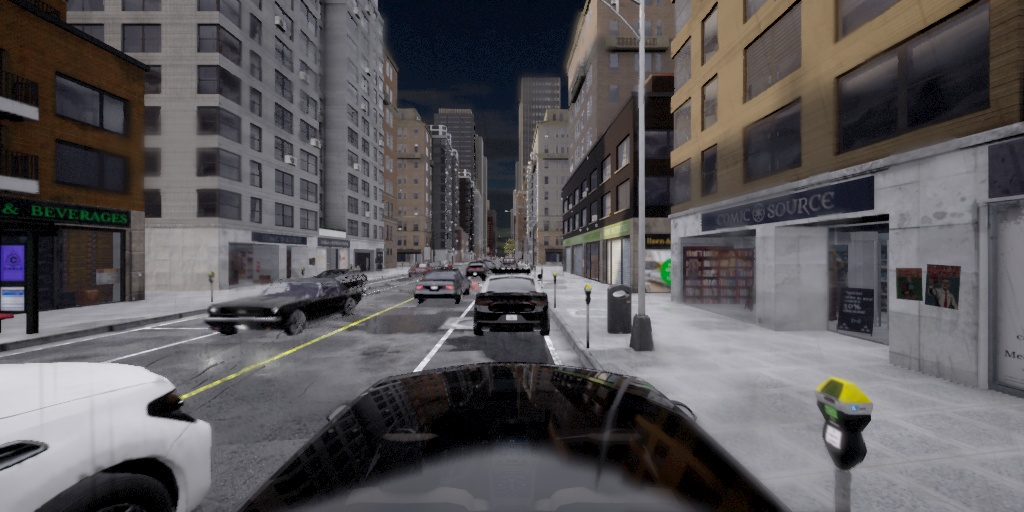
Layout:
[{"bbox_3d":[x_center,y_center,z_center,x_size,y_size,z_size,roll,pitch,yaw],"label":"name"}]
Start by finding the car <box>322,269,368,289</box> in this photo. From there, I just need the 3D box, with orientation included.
[{"bbox_3d":[-8.806,1.316,18.204,1.948,1.339,4.313,0,0,0],"label":"car"}]

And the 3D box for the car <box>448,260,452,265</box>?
[{"bbox_3d":[-8.794,1.192,45.830,1.967,1.591,4.097,0,0,0],"label":"car"}]

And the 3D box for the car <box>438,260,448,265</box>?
[{"bbox_3d":[-8.796,1.317,40.305,1.948,1.339,4.313,0,0,0],"label":"car"}]

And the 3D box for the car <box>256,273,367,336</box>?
[{"bbox_3d":[-6.247,1.351,10.522,1.895,1.301,4.718,0,0,0],"label":"car"}]

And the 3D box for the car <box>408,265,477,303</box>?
[{"bbox_3d":[-3.038,1.298,16.537,2.033,1.411,5.357,0,0,0],"label":"car"}]

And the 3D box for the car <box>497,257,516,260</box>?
[{"bbox_3d":[-0.270,1.066,40.308,2.192,1.841,5.009,0,0,0],"label":"car"}]

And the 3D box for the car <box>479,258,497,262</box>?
[{"bbox_3d":[-3.025,1.316,46.125,1.994,1.385,4.181,0,0,0],"label":"car"}]

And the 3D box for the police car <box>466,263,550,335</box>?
[{"bbox_3d":[-0.007,1.175,10.608,1.930,1.638,5.238,0,0,0],"label":"police car"}]

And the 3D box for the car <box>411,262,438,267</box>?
[{"bbox_3d":[-8.799,1.333,34.780,1.802,1.307,4.207,0,0,0],"label":"car"}]

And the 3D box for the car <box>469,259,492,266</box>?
[{"bbox_3d":[-3.131,1.256,32.894,1.837,1.490,4.892,0,0,0],"label":"car"}]
